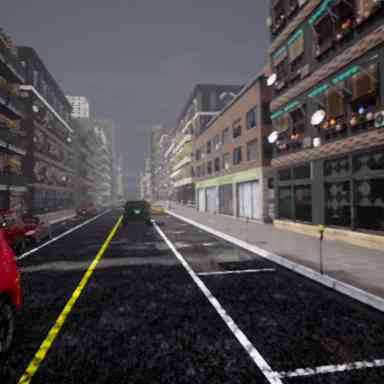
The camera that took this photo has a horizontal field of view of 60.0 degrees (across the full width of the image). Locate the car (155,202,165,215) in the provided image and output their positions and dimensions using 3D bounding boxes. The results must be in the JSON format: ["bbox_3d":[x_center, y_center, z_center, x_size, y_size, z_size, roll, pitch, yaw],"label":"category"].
[{"bbox_3d":[-4.396,2.101,41.675,1.752,1.417,4.829,-1,-1,-10],"label":"car"}]

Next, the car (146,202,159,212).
[{"bbox_3d":[-6.309,2.286,52.610,1.887,1.381,4.507,-1,-1,-10],"label":"car"}]

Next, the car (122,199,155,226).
[{"bbox_3d":[-4.511,1.633,27.228,2.150,2.045,5.566,-1,-1,-10],"label":"car"}]

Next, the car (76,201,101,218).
[{"bbox_3d":[-12.624,2.044,40.068,2.192,1.841,5.009,-1,-1,-10],"label":"car"}]

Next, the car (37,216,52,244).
[{"bbox_3d":[-8.735,1.973,17.859,1.802,1.307,4.206,-1,-1,-10],"label":"car"}]

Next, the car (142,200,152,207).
[{"bbox_3d":[-10.194,2.626,74.815,2.008,1.369,4.403,-1,-1,-10],"label":"car"}]

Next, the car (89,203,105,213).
[{"bbox_3d":[-14.563,2.441,51.168,1.887,1.381,4.507,-1,-1,-10],"label":"car"}]

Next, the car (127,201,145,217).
[{"bbox_3d":[-6.864,1.967,40.653,2.097,1.767,4.553,-1,-1,-10],"label":"car"}]

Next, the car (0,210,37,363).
[{"bbox_3d":[-3.409,1.330,2.993,2.150,2.045,5.566,-1,-1,-10],"label":"car"}]

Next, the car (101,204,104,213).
[{"bbox_3d":[-13.594,2.252,45.617,1.967,1.590,4.097,-1,-1,-10],"label":"car"}]

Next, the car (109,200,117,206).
[{"bbox_3d":[-21.362,3.031,90.026,2.008,1.369,4.403,-1,-1,-10],"label":"car"}]

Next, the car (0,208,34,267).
[{"bbox_3d":[-7.768,1.622,12.311,2.192,1.841,5.009,-1,-1,-10],"label":"car"}]
